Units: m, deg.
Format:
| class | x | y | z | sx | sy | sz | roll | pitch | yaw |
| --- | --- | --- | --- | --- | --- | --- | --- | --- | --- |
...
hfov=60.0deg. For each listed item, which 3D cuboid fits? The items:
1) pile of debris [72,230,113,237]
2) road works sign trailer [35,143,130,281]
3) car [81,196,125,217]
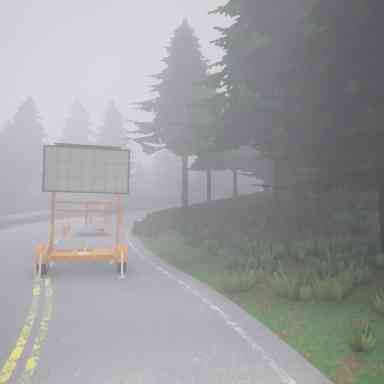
| class | x | y | z | sx | sy | sz | roll | pitch | yaw |
| --- | --- | --- | --- | --- | --- | --- | --- | --- | --- |
| pile of debris | -4.929 | 2.058 | 16.583 | 1.860 | 0.140 | 1.500 | 1 | 1 | -14 |
| road works sign trailer | -3.093 | 0.424 | 9.792 | 2.380 | 3.560 | 2.880 | 2 | 0 | -15 |
| car | -7.602 | 1.201 | 28.758 | 2.097 | 1.767 | 4.553 | -1 | 0 | 14 |
